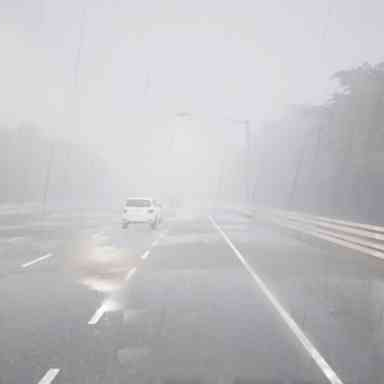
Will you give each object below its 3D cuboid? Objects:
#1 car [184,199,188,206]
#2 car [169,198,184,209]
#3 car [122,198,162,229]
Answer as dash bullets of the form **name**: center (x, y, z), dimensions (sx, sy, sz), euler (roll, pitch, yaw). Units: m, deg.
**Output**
- **car**: center (-2.835, 3.052, 91.351), dimensions (1.994, 1.385, 4.181), euler (0, -1, 1)
- **car**: center (-3.146, 2.082, 62.249), dimensions (2.150, 2.045, 5.566), euler (0, -1, 1)
- **car**: center (-3.420, 1.421, 23.561), dimensions (2.150, 2.045, 5.566), euler (0, -1, 0)
